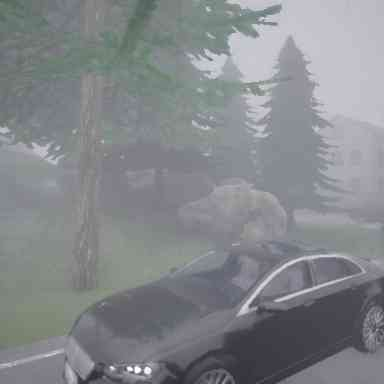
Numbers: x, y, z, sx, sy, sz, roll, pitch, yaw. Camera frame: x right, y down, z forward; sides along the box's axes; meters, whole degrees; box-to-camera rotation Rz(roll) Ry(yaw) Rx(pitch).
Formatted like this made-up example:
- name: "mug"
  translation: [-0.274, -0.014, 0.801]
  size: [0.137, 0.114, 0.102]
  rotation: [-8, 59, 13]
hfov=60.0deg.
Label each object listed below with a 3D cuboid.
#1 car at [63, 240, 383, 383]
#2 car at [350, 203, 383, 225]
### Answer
- name: "car"
  translation: [0.872, 1.491, 4.545]
  size: [4.902, 1.511, 2.128]
  rotation: [0, 0, -35]
- name: "car"
  translation: [12.826, 1.476, 21.630]
  size: [2.128, 1.511, 4.902]
  rotation: [0, 0, -36]
